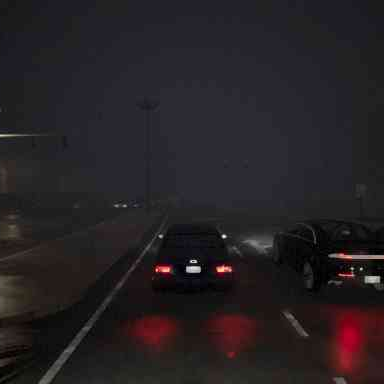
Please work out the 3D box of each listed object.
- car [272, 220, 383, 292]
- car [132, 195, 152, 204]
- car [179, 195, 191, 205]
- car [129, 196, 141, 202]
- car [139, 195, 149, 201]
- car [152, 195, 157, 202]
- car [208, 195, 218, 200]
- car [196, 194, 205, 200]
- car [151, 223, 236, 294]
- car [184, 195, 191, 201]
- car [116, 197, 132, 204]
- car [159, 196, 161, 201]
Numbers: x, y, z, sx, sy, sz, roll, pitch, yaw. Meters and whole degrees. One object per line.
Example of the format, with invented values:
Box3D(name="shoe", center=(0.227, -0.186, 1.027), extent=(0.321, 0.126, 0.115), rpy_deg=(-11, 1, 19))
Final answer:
Box3D(name="car", center=(3.518, 1.491, 8.901), extent=(2.128, 1.511, 4.902), rpy_deg=(0, 0, 0))
Box3D(name="car", center=(-9.272, 1.352, 61.700), extent=(2.097, 1.767, 4.553), rpy_deg=(0, 0, 0))
Box3D(name="car", center=(-1.213, 1.563, 58.437), extent=(1.994, 1.385, 4.181), rpy_deg=(0, 0, 0))
Box3D(name="car", center=(-12.694, 1.524, 73.933), extent=(1.812, 1.442, 4.674), rpy_deg=(0, 0, 0))
Box3D(name="car", center=(-12.676, 1.582, 88.170), extent=(1.895, 1.301, 4.718), rpy_deg=(0, 0, 0))
Box3D(name="car", center=(-9.195, 1.478, 73.141), extent=(1.882, 1.535, 5.008), rpy_deg=(0, 0, 0))
Box3D(name="car", center=(5.826, 1.472, 89.336), extent=(1.882, 1.535, 5.008), rpy_deg=(0, 0, 0))
Box3D(name="car", center=(2.326, 1.496, 89.406), extent=(1.837, 1.490, 4.892), rpy_deg=(0, 0, 0))
Box3D(name="car", center=(0.019, 1.547, 8.953), extent=(2.033, 1.411, 5.357), rpy_deg=(0, 0, 0))
Box3D(name="car", center=(-1.174, 1.534, 89.329), extent=(2.033, 1.411, 5.357), rpy_deg=(0, 0, 0))
Box3D(name="car", center=(-12.762, 1.601, 62.033), extent=(1.895, 1.301, 4.718), rpy_deg=(0, 0, 1))
Box3D(name="car", center=(-9.177, 1.588, 87.484), extent=(1.895, 1.301, 4.718), rpy_deg=(0, 0, 0))
